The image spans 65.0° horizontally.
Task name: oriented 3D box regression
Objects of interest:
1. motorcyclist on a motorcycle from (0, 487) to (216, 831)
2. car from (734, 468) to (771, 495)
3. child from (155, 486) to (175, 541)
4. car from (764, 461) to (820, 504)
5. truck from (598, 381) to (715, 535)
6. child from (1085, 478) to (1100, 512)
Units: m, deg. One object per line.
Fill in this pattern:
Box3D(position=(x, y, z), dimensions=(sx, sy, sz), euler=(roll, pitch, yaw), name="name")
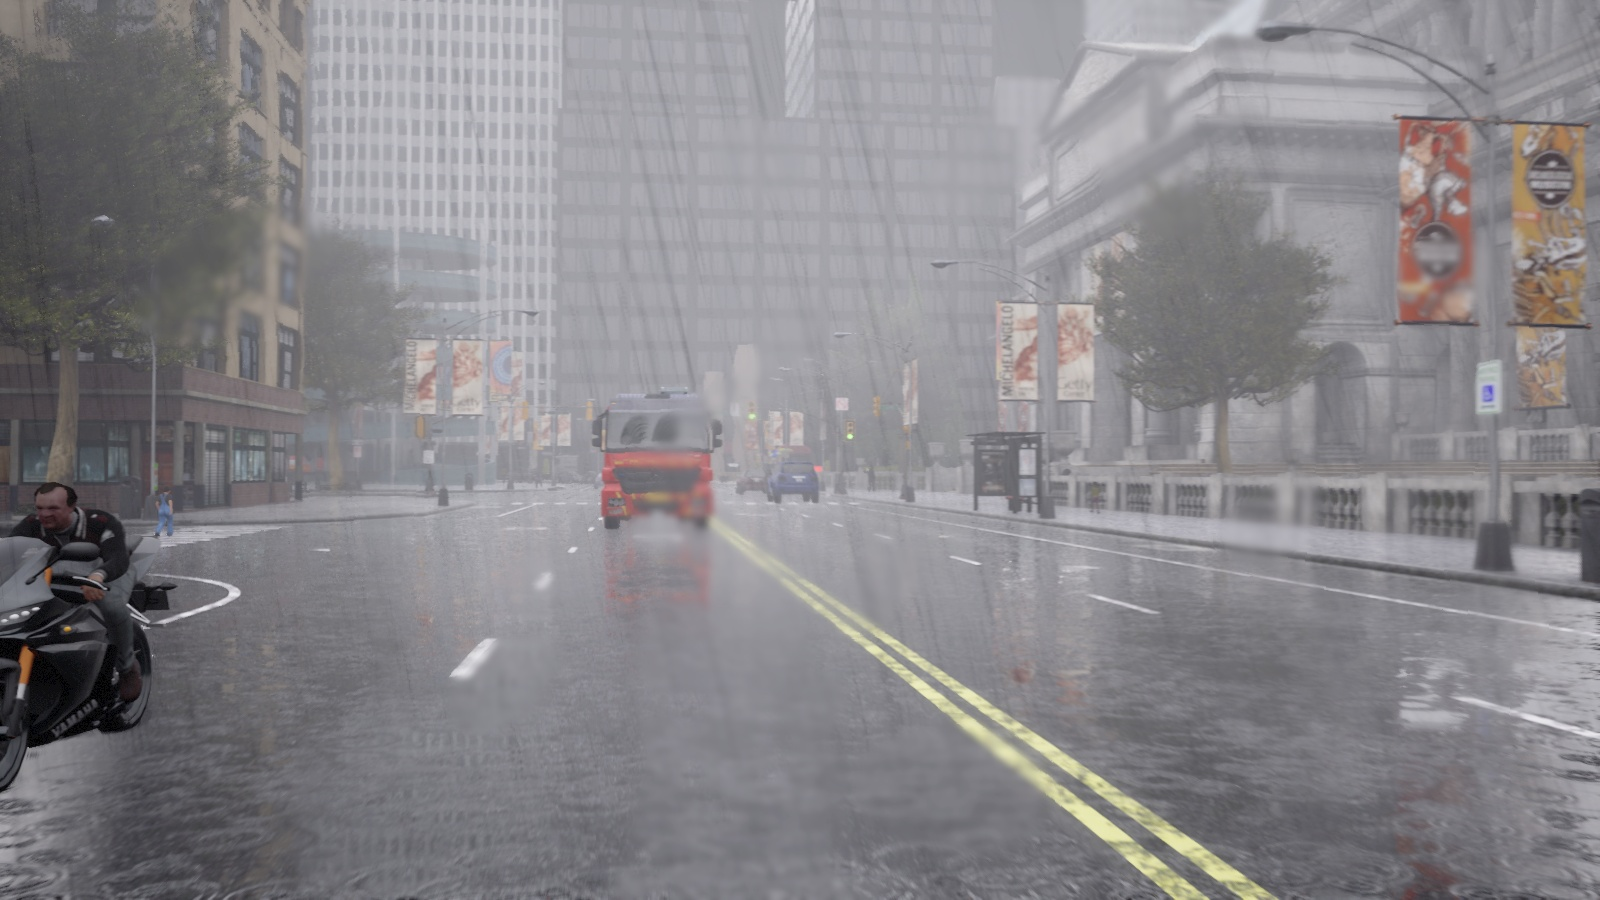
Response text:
Box3D(position=(-3.984, 0.983, 6.778), dimensions=(0.866, 1.530, 2.191), euler=(0, -1, -7), name="motorcyclist on a motorcycle")
Box3D(position=(-3.257, 2.108, 84.728), dimensions=(2.097, 1.767, 4.553), euler=(0, -1, -7), name="car")
Box3D(position=(-14.758, 1.463, 29.185), dimensions=(0.270, 1.263, 0.437), euler=(0, -1, -3), name="child")
Box3D(position=(-0.480, 1.587, 62.768), dimensions=(2.150, 2.045, 5.566), euler=(0, -1, -7), name="car")
Box3D(position=(-4.119, 0.269, 35.733), dimensions=(2.891, 3.827, 8.468), euler=(0, -1, -7), name="truck")
Box3D(position=(9.927, 1.517, 42.641), dimensions=(0.299, 1.160, 0.473), euler=(0, -1, -14), name="child")
